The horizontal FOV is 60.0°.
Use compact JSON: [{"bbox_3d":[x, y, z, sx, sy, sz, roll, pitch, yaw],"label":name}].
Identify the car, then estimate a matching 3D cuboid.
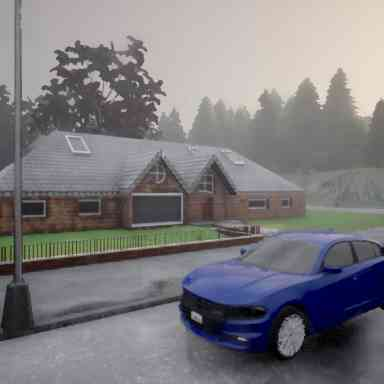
[{"bbox_3d":[2.097,1.477,6.103,5.008,1.535,1.882,0,0,-35],"label":"car"}]
